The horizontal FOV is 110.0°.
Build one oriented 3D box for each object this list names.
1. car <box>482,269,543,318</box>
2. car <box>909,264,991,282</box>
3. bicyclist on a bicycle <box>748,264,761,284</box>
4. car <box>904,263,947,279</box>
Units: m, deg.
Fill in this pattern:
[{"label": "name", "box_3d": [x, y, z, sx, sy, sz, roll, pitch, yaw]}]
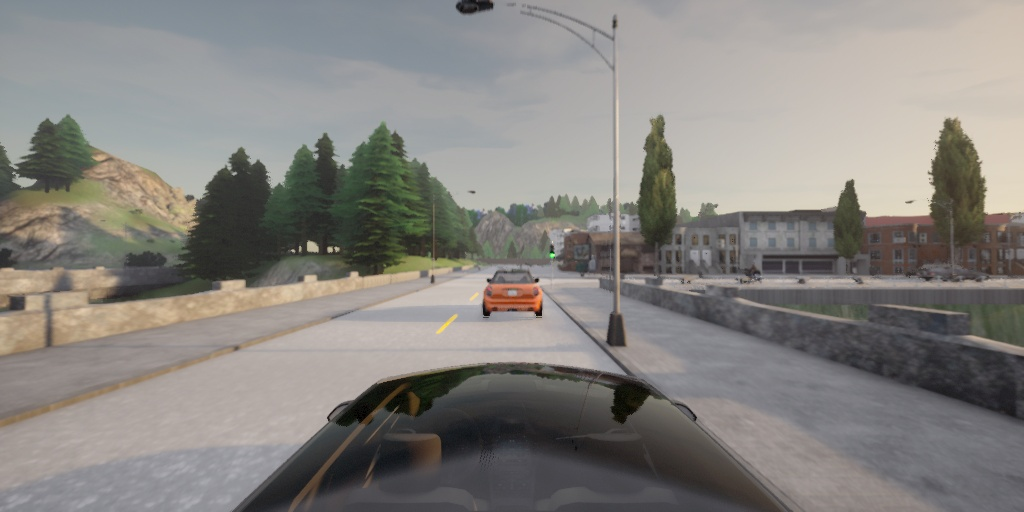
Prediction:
[{"label": "car", "box_3d": [0.040, 1.273, 14.041, 2.097, 1.767, 4.553, 0, -1, 1]}, {"label": "car", "box_3d": [41.729, 1.750, 34.041, 5.357, 1.411, 2.033, 0, -1, 0]}, {"label": "bicyclist on a bicycle", "box_3d": [20.101, 1.490, 29.747, 0.582, 1.620, 1.656, 0, -1, 0]}, {"label": "car", "box_3d": [44.785, 1.610, 38.112, 4.553, 1.767, 2.097, 0, -1, 0]}]
